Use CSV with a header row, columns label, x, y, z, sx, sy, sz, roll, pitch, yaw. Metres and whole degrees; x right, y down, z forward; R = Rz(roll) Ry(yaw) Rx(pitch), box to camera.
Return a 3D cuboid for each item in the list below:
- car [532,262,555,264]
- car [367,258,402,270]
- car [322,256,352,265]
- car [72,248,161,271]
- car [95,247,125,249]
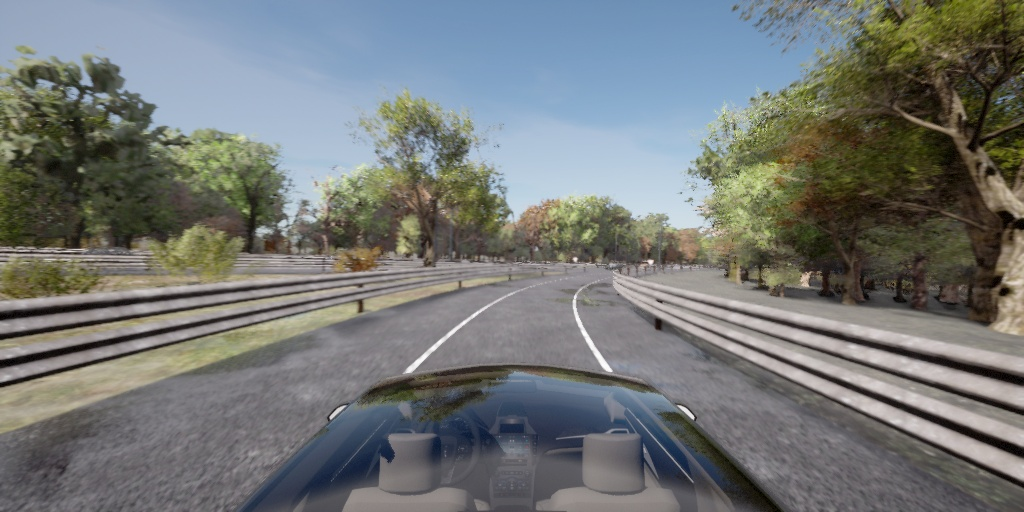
label,x,y,z,sx,sy,sz,roll,pitch,yaw
car,4.461,1.793,62.282,2.033,1.411,5.357,2,0,45
car,-15.227,0.994,42.383,1.812,1.442,4.674,2,0,45
car,-21.608,0.716,45.882,2.128,1.511,4.902,2,0,45
car,-30.040,0.396,27.410,1.812,1.442,4.674,2,0,45
car,-32.561,0.118,29.831,2.097,1.767,4.553,2,0,45
